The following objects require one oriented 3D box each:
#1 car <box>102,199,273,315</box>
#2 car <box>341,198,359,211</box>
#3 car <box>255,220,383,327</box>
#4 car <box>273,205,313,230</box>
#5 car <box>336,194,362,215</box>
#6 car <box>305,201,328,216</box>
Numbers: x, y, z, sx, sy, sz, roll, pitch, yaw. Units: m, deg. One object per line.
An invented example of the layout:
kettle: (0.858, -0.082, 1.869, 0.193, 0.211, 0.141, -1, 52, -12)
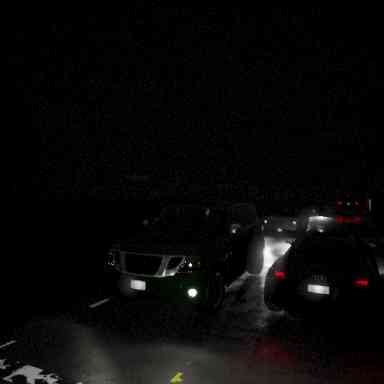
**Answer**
car: (0.256, 1.229, 8.164, 2.150, 2.045, 5.566, 0, 0, 25)
car: (20.731, 1.576, 43.684, 2.033, 1.411, 5.357, 0, 0, 26)
car: (2.951, 1.563, 7.254, 1.994, 1.385, 4.181, 0, 0, 26)
car: (5.371, 1.610, 18.714, 1.895, 1.301, 4.718, 0, 0, 26)
car: (16.067, 1.239, 34.028, 2.150, 2.045, 5.566, 0, 0, 26)
car: (12.081, 1.587, 32.400, 1.994, 1.385, 4.181, 0, 0, 26)
